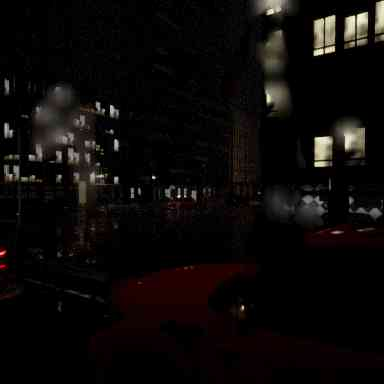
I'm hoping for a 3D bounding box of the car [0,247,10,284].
[{"bbox_3d":[-6.253,1.522,8.125,4.674,1.442,1.812,0,0,35],"label":"car"}]

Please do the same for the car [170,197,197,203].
[{"bbox_3d":[-1.209,1.495,44.320,2.097,1.767,4.553,1,0,37],"label":"car"}]

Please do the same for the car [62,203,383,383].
[{"bbox_3d":[1.650,1.221,2.509,5.566,2.045,2.150,0,0,35],"label":"car"}]

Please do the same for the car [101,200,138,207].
[{"bbox_3d":[-7.707,1.619,35.594,1.812,1.442,4.674,1,0,37],"label":"car"}]

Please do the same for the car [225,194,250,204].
[{"bbox_3d":[7.751,1.421,56.223,2.150,2.045,5.566,1,0,37],"label":"car"}]

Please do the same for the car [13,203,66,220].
[{"bbox_3d":[-12.938,1.617,28.544,1.994,1.385,4.181,1,0,37],"label":"car"}]
